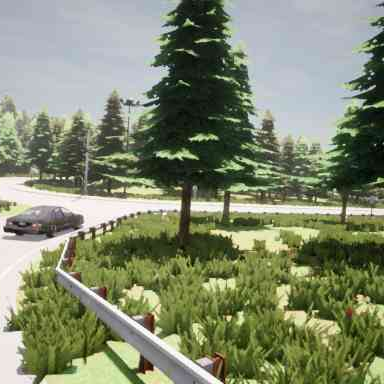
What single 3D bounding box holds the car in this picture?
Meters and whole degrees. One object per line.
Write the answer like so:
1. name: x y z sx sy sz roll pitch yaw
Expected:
1. car: -7.387 1.418 17.282 2.033 1.411 5.357 4 1 3
